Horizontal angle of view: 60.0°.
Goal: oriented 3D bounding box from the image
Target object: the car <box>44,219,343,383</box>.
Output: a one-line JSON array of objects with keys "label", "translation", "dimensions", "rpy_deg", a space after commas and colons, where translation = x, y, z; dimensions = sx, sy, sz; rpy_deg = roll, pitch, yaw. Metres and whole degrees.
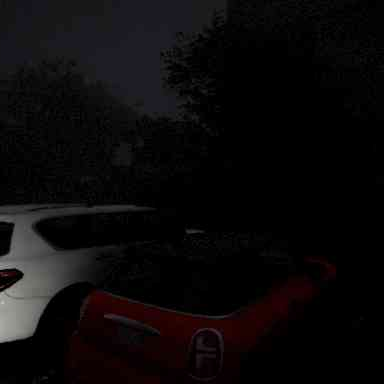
[{"label": "car", "translation": [0.664, 1.350, 4.768], "dimensions": [2.185, 1.767, 4.553], "rpy_deg": [0, 0, 35]}]

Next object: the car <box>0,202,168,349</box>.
[{"label": "car", "translation": [-1.578, 1.218, 6.438], "dimensions": [2.435, 2.045, 5.566], "rpy_deg": [0, 0, 35]}]
